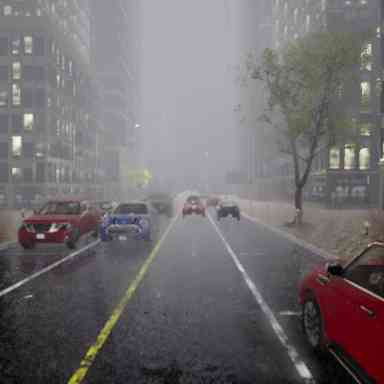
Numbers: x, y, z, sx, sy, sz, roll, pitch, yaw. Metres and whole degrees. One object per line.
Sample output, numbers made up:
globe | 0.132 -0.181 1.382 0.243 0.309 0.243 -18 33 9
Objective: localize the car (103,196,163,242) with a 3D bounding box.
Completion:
car | -2.732 1.238 15.528 2.097 1.767 4.553 0 1 1

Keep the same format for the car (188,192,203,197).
car | 0.193 1.173 43.294 1.882 1.535 5.008 0 1 1

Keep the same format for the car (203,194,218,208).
car | 2.682 1.252 41.891 1.887 1.381 4.507 0 0 0

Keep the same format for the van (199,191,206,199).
van | 2.811 0.750 86.358 1.690 1.788 3.998 0 0 0

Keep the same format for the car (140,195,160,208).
car | -5.199 1.142 41.913 1.967 1.590 4.097 0 0 0

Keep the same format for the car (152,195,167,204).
car | -5.166 1.178 53.030 2.008 1.369 4.403 0 0 0

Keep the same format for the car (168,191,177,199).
car | -5.069 0.719 86.380 2.192 1.841 5.009 0 0 0

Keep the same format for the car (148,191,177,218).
car | -2.683 1.024 27.860 2.150 2.045 5.566 0 0 0

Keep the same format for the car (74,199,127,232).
car | -5.264 1.296 19.679 1.967 1.590 4.097 0 0 0

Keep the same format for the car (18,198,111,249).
car | -5.279 1.210 14.119 2.192 1.841 5.009 0 0 0

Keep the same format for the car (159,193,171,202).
car | -5.134 0.992 64.147 1.967 1.590 4.097 0 0 0

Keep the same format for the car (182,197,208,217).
car | 0.154 1.398 28.594 1.895 1.301 4.718 0 0 1

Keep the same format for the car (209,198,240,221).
car | 2.633 1.372 25.216 2.008 1.369 4.403 0 0 0

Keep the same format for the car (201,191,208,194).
car | 2.763 1.070 69.684 2.008 1.369 4.403 0 0 0

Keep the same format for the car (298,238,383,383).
car | 2.584 1.294 2.982 2.192 1.841 5.009 0 0 0

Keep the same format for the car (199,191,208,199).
car | 2.795 0.760 80.799 2.192 1.841 5.009 0 0 0

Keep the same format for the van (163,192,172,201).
van | -5.118 0.856 69.705 1.690 1.788 3.998 0 0 0
